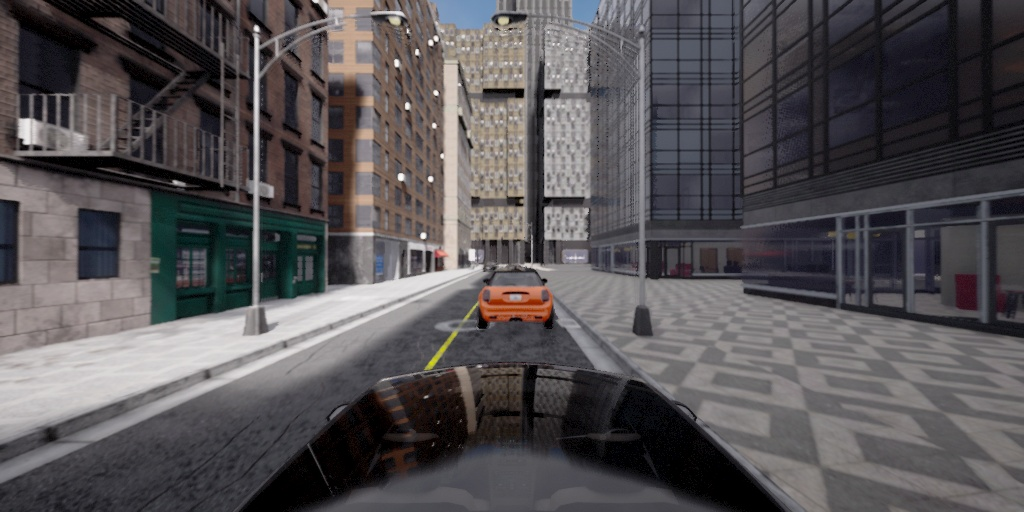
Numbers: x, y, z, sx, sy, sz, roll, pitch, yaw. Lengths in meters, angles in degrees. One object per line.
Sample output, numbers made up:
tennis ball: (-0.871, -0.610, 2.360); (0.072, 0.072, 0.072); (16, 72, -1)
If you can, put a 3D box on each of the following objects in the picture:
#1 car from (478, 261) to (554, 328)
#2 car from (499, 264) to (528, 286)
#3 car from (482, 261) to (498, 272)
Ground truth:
car: (0.109, 1.136, 11.660); (2.097, 1.767, 4.553); (0, 0, 0)
car: (0.119, 1.389, 27.790); (2.033, 1.411, 5.357); (0, 0, 0)
car: (-3.012, 1.433, 49.250); (1.837, 1.490, 4.892); (0, -1, 0)
